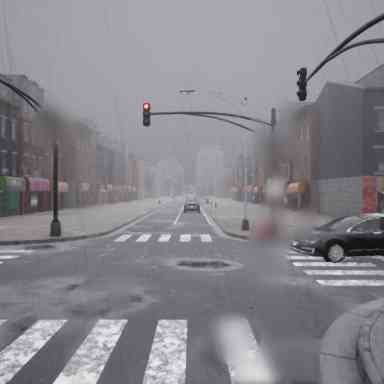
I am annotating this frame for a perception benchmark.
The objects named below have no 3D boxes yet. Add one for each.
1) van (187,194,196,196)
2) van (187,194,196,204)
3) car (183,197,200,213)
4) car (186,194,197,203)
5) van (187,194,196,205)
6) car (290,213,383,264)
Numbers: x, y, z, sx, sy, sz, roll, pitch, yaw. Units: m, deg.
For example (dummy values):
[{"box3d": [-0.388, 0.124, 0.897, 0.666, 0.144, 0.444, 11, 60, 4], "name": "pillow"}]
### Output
[{"box3d": [-0.073, 1.341, 53.529, 1.690, 1.788, 3.998, 0, 0, 0], "name": "van"}, {"box3d": [-0.112, 1.348, 64.740, 1.690, 1.788, 3.998, 0, 0, 0], "name": "van"}, {"box3d": [-0.012, 1.563, 36.712, 1.947, 1.339, 4.313, 0, 0, 0], "name": "car"}, {"box3d": [-0.132, 1.326, 70.345, 2.192, 1.841, 5.009, 0, 0, 0], "name": "car"}, {"box3d": [-0.093, 1.344, 59.135, 1.690, 1.788, 3.998, 0, 0, 0], "name": "van"}, {"box3d": [5.905, 1.522, 11.522, 4.892, 1.490, 1.837, 0, 0, -5], "name": "car"}]
